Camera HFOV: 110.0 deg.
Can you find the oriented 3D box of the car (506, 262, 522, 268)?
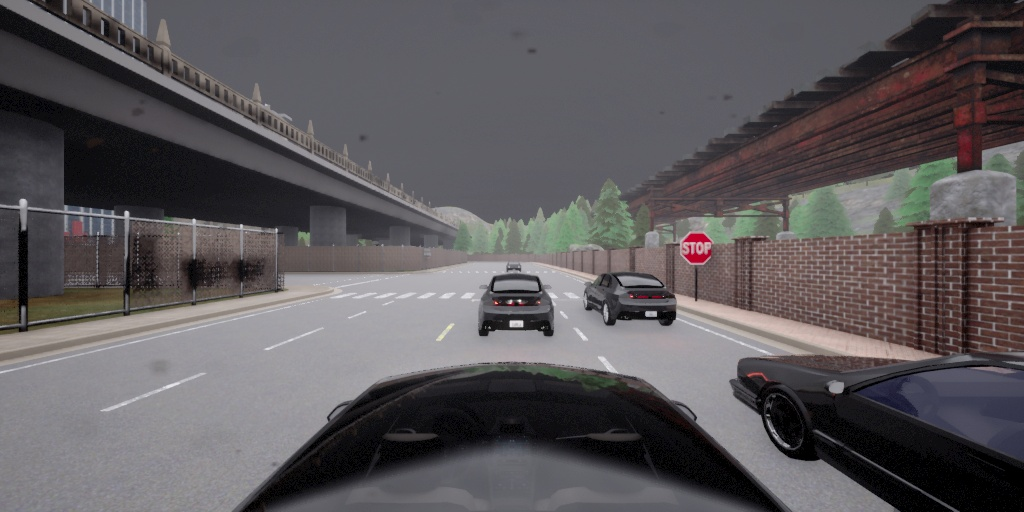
[{"bbox_3d":[0.218,1.351,45.475,1.895,1.301,4.718,0,0,-1],"label":"car"}]

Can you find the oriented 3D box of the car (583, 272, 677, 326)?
[{"bbox_3d":[3.605,1.255,11.692,1.837,1.490,4.892,0,0,0],"label":"car"}]

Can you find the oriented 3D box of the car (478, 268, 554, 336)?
[{"bbox_3d":[0.103,1.255,10.334,1.837,1.490,4.892,0,0,0],"label":"car"}]

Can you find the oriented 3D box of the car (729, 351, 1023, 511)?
[{"bbox_3d":[3.600,1.297,1.945,2.033,1.411,5.357,0,0,0],"label":"car"}]
